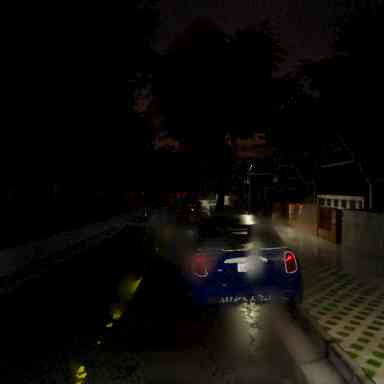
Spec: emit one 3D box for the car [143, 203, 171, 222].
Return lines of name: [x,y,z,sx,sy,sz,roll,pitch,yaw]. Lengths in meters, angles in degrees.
car: [-2.708,1.567,26.817,2.033,1.411,5.357,0,0,0]

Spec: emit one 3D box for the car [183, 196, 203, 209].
car: [0.085,1.530,35.980,1.837,1.490,4.892,0,0,1]

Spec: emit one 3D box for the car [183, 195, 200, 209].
car: [-0.033,1.379,45.943,2.097,1.767,4.553,0,0,2]

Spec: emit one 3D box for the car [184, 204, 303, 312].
car: [0.942,1.320,7.878,2.097,1.767,4.553,-2,0,0]
